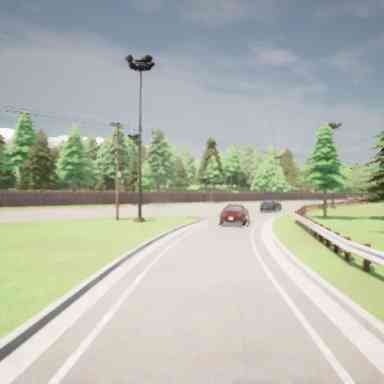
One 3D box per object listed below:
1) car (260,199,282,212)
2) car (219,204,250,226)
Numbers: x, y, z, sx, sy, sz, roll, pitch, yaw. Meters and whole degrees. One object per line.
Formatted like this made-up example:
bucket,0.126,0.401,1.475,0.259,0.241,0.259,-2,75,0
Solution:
car,9.831,1.670,41.212,2.128,1.511,4.902,0,0,28
car,3.176,1.623,24.489,1.812,1.442,4.674,0,0,14
